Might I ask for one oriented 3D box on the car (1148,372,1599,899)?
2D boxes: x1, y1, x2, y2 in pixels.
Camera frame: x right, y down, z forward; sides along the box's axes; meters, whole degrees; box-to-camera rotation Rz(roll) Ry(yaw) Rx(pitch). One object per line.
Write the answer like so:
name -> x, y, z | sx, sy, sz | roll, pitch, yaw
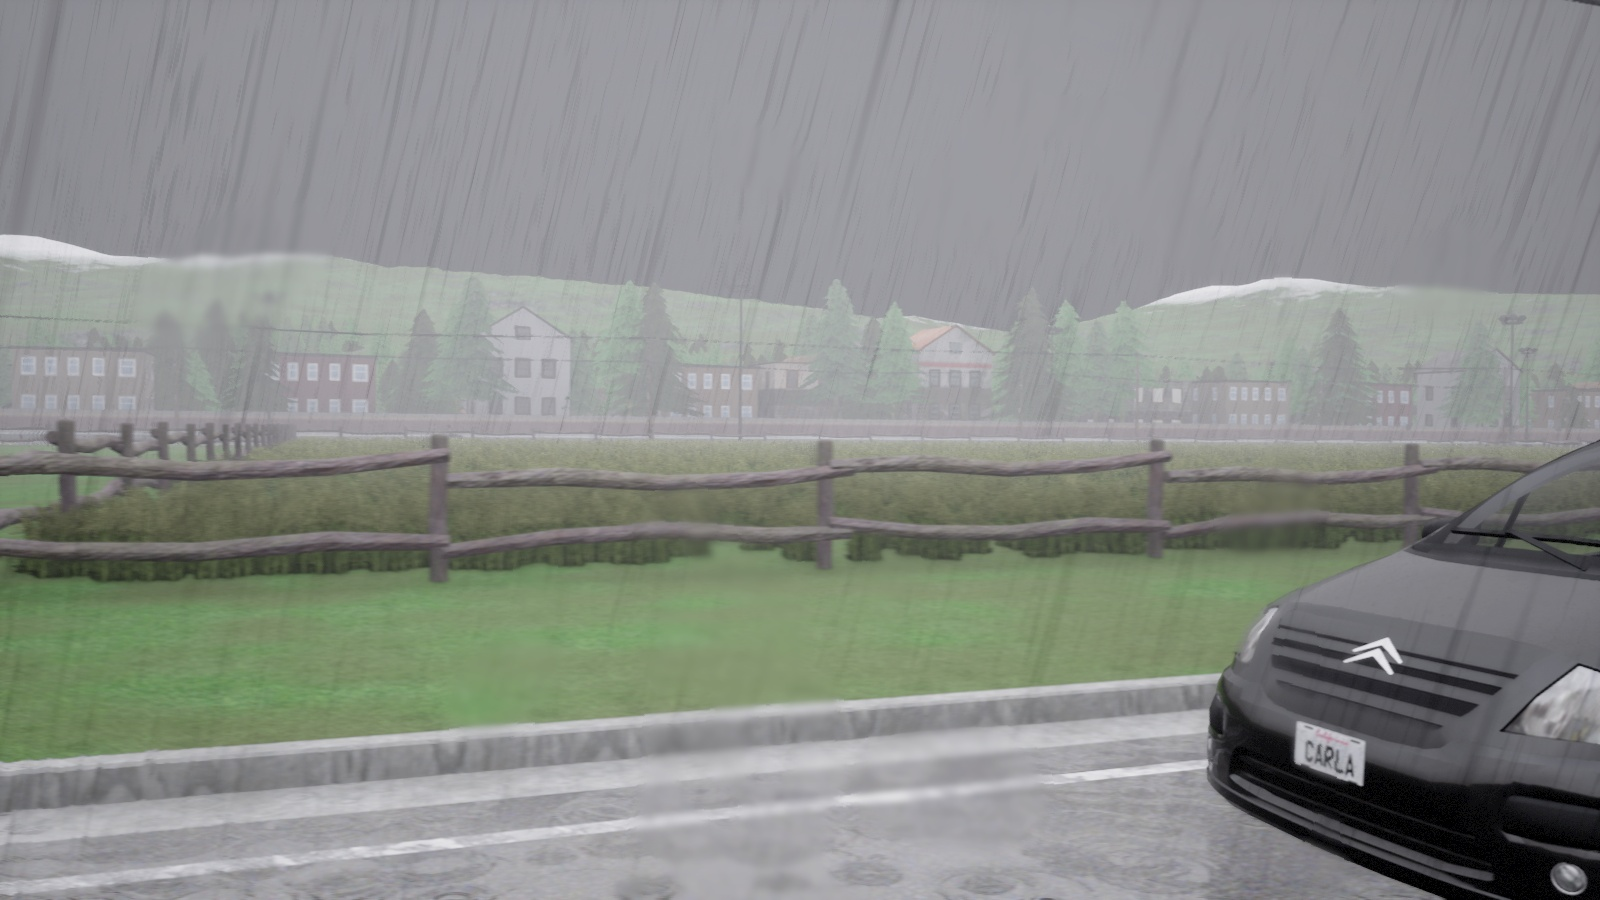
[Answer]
car -> 3.507, 0.576, 4.569 | 3.988, 1.617, 1.851 | -1, 1, -21
